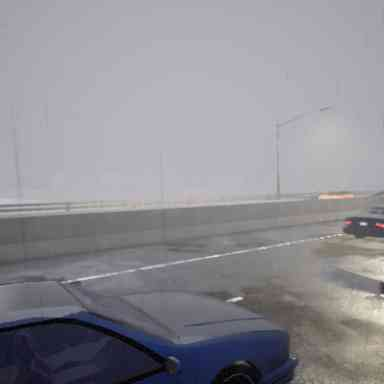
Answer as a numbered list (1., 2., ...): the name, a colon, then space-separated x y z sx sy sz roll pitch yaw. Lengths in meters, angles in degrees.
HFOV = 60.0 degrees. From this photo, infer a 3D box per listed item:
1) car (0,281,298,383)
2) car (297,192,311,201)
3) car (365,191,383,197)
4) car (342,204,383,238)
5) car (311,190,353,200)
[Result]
1. car: -1.503 1.543 2.675 5.357 1.411 2.033 -2 1 -35
2. car: 14.533 0.723 39.703 4.902 1.511 2.128 -2 1 -34
3. car: 19.529 0.709 34.632 4.892 1.490 1.837 -2 1 -34
4. car: 8.566 1.209 14.074 5.357 1.411 2.033 -2 1 -35
5. car: 15.550 0.608 36.155 4.553 1.767 2.097 -2 1 -34
